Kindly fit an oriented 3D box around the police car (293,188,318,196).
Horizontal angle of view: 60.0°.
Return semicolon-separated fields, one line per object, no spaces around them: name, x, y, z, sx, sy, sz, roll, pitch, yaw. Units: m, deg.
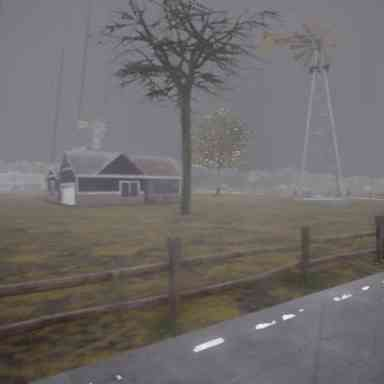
police car;23.379;0.020;68.518;2.038;1.542;4.974;-1;2;-37
